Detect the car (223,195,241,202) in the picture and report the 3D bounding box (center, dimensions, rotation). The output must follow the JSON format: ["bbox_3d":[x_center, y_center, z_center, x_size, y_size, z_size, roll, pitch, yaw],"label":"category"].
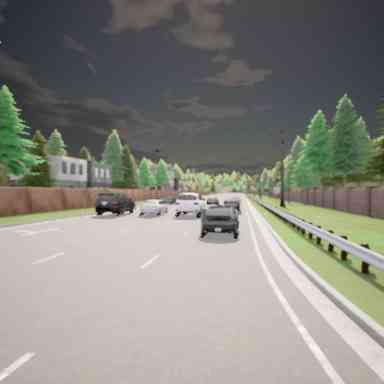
[{"bbox_3d":[4.548,1.437,38.057,2.128,1.511,4.902,0,0,8],"label":"car"}]

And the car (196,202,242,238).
[{"bbox_3d":[1.553,1.478,17.628,1.837,1.490,4.892,0,0,8],"label":"car"}]

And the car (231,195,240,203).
[{"bbox_3d":[8.808,1.432,67.152,1.812,1.442,4.674,0,0,8],"label":"car"}]

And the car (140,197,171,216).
[{"bbox_3d":[-3.541,1.467,31.149,1.812,1.442,4.674,0,0,8],"label":"car"}]

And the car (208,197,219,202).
[{"bbox_3d":[3.348,1.482,54.013,1.994,1.385,4.181,0,0,8],"label":"car"}]

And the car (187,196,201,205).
[{"bbox_3d":[0.447,1.430,58.341,1.812,1.442,4.674,0,0,8],"label":"car"}]

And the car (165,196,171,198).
[{"bbox_3d":[-3.620,1.395,54.732,2.128,1.511,4.902,0,0,8],"label":"car"}]

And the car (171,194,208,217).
[{"bbox_3d":[-0.082,1.168,30.601,2.150,2.045,5.566,0,0,8],"label":"car"}]

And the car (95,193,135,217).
[{"bbox_3d":[-7.086,1.153,31.081,2.150,2.045,5.566,0,0,8],"label":"car"}]
